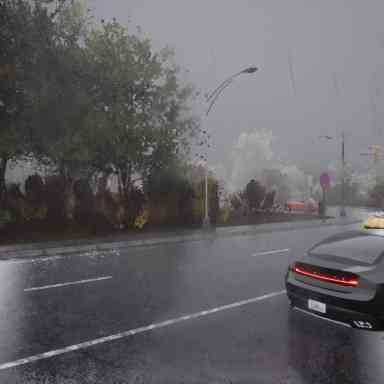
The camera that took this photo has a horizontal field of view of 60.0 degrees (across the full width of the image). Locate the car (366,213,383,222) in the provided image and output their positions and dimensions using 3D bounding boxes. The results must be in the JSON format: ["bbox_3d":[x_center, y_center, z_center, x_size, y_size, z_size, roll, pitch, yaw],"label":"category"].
[{"bbox_3d":[9.836,1.477,15.333,5.008,1.535,1.882,0,0,-35],"label":"car"}]

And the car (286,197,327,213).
[{"bbox_3d":[12.566,1.352,36.862,2.097,1.767,4.553,0,0,-32],"label":"car"}]

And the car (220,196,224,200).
[{"bbox_3d":[5.491,1.381,68.103,1.994,1.385,4.181,0,1,-33],"label":"car"}]

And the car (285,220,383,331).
[{"bbox_3d":[3.891,1.505,6.513,4.892,1.490,1.837,0,0,-35],"label":"car"}]
